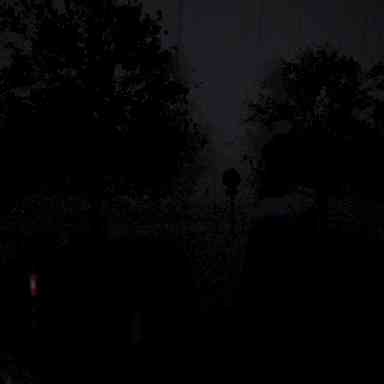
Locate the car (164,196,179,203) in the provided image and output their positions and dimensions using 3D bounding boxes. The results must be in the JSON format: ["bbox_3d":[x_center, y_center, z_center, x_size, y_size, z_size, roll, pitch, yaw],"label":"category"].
[{"bbox_3d":[-5.196,1.774,74.834,4.553,1.767,2.185,0,-1,-19],"label":"car"}]

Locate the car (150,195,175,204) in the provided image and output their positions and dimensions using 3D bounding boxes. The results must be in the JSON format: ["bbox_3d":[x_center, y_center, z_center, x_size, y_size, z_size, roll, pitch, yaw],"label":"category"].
[{"bbox_3d":[-7.175,1.779,80.450,5.566,2.045,2.435,0,-2,-19],"label":"car"}]

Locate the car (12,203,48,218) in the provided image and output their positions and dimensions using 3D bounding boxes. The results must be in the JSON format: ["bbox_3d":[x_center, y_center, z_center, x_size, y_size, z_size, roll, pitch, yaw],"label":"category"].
[{"bbox_3d":[-15.365,1.698,31.836,1.994,1.385,4.181,0,0,-3],"label":"car"}]

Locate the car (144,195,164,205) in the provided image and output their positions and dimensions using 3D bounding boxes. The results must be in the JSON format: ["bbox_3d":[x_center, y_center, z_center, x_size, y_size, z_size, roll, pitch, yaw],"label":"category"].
[{"bbox_3d":[-7.384,1.522,65.775,2.150,2.045,5.566,0,-1,2],"label":"car"}]

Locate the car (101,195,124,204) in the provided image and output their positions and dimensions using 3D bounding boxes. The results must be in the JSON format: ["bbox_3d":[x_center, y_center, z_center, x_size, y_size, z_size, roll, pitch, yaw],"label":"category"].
[{"bbox_3d":[-17.431,1.689,72.818,5.566,2.045,2.435,0,-1,-19],"label":"car"}]
